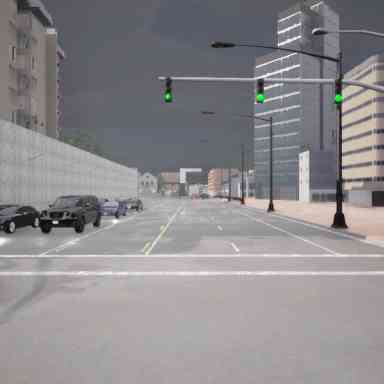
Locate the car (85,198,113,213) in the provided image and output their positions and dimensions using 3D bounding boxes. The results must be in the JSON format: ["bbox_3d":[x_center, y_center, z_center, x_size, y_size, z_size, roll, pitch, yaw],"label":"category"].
[{"bbox_3d":[-10.609,1.505,38.317,1.837,1.490,4.892,0,0,0],"label":"car"}]

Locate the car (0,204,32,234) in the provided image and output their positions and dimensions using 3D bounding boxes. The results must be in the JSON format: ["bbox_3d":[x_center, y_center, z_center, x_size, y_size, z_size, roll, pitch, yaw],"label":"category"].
[{"bbox_3d":[-10.608,1.505,19.432,1.837,1.490,4.892,0,0,0],"label":"car"}]

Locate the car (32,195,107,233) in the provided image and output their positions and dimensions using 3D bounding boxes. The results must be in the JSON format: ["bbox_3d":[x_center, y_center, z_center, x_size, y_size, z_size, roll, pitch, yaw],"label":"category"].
[{"bbox_3d":[-7.105,1.221,20.063,2.150,2.045,5.566,0,0,0],"label":"car"}]

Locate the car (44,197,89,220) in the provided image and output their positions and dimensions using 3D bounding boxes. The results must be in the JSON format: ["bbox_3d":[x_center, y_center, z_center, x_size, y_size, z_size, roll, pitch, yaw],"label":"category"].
[{"bbox_3d":[-10.611,1.352,28.499,2.097,1.767,4.553,0,0,0],"label":"car"}]

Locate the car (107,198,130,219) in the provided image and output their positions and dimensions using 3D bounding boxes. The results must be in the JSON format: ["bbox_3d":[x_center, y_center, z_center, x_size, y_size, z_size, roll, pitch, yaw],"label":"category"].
[{"bbox_3d":[-7.111,1.526,29.704,1.812,1.442,4.674,0,0,0],"label":"car"}]

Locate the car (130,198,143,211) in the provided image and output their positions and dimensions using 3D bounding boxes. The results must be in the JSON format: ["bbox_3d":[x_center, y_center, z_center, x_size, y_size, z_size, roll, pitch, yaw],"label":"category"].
[{"bbox_3d":[-7.107,1.491,40.046,2.128,1.511,4.902,0,0,0],"label":"car"}]

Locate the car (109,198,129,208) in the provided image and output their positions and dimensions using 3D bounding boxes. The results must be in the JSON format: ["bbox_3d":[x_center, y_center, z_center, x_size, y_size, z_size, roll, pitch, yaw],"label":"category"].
[{"bbox_3d":[-10.576,1.601,48.377,1.895,1.301,4.718,0,0,0],"label":"car"}]
